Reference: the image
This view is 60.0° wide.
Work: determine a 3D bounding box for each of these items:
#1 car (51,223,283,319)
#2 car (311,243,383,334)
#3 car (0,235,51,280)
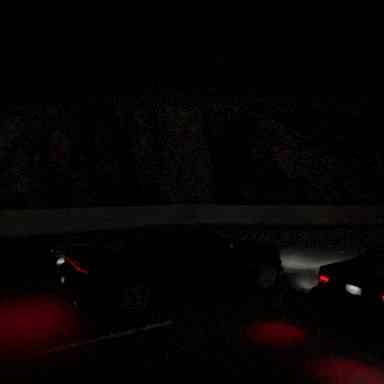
[{"bbox_3d":[-0.214,1.434,7.304,5.008,1.535,1.882,0,0,-30],"label":"car"},{"bbox_3d":[4.732,1.533,6.075,5.357,1.411,2.033,0,0,-24],"label":"car"},{"bbox_3d":[-6.216,1.474,8.046,5.357,1.411,2.033,0,0,-34],"label":"car"}]
